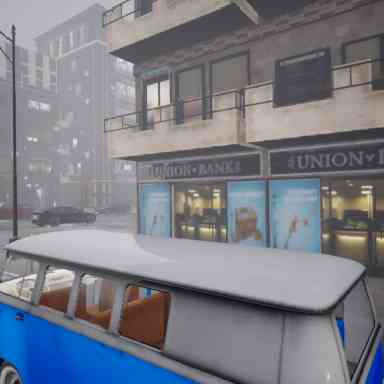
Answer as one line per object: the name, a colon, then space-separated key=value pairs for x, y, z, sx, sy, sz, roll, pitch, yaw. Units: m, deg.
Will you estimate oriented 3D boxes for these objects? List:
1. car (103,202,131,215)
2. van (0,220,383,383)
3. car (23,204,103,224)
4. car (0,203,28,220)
car: x=-8.574 y=1.799 z=36.365 sx=1.947 sy=1.339 sz=4.313 roll=-2 pitch=-1 yaw=36
van: x=-0.399 y=1.342 z=3.144 sx=3.998 sy=1.788 sz=1.690 roll=0 pitch=-1 yaw=36
car: x=-8.499 y=1.584 z=22.314 sx=1.947 sy=1.339 sz=4.313 roll=-2 pitch=-1 yaw=36
car: x=-15.252 y=1.609 z=27.280 sx=1.967 sy=1.590 sz=4.097 roll=-2 pitch=-1 yaw=36
